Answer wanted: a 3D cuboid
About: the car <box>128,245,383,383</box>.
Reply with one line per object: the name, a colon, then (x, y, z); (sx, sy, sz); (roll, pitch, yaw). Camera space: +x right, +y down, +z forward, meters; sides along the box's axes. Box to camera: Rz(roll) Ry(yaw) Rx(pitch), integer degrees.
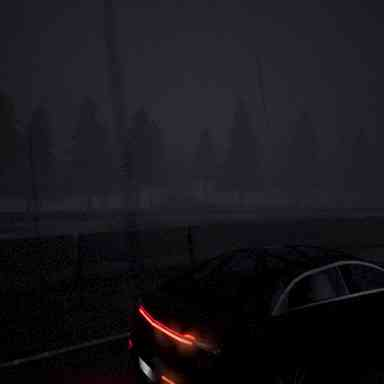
car: (1.598, 1.494, 4.525); (4.902, 1.511, 2.128); (0, 0, -32)
